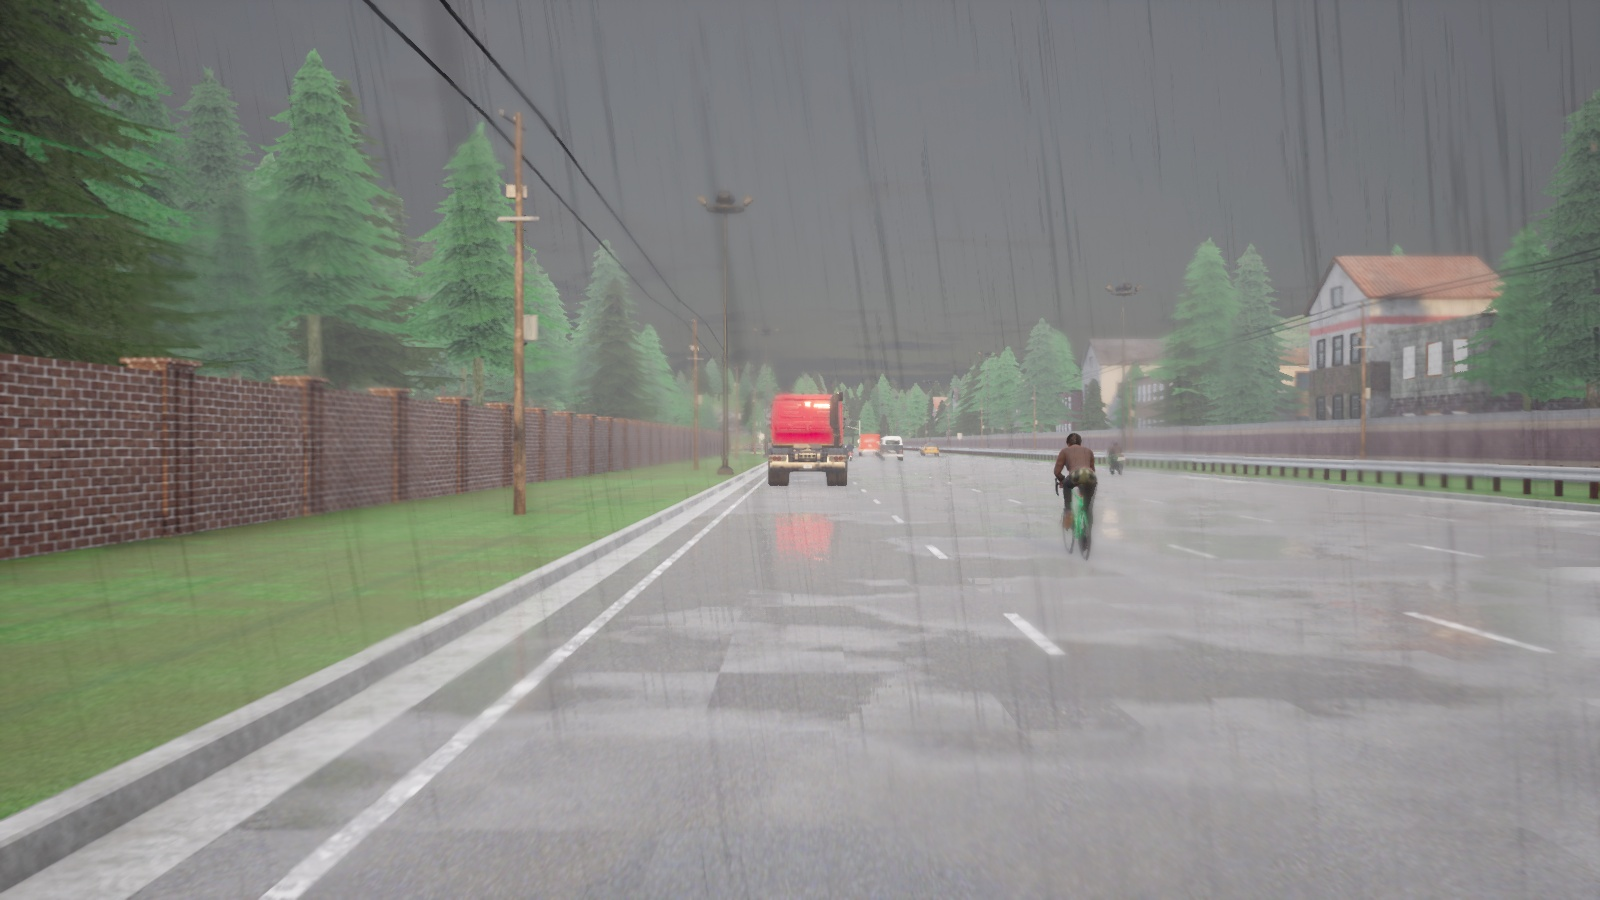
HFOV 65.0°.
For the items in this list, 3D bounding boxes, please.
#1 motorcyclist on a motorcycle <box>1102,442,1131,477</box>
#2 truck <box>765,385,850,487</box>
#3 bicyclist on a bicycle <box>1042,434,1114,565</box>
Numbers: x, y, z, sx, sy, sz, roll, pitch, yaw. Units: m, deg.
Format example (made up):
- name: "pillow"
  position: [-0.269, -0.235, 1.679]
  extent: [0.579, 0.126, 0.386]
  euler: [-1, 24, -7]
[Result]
- name: "motorcyclist on a motorcycle"
  position: [14.341, 0.419, 56.957]
  extent: [0.797, 1.523, 2.044]
  euler: [0, 0, 0]
- name: "truck"
  position: [0.282, -0.498, 46.612]
  extent: [2.891, 3.462, 7.936]
  euler: [0, 0, 0]
- name: "bicyclist on a bicycle"
  position: [3.609, 0.610, 16.393]
  extent: [0.582, 1.620, 1.656]
  euler: [0, 0, 0]
